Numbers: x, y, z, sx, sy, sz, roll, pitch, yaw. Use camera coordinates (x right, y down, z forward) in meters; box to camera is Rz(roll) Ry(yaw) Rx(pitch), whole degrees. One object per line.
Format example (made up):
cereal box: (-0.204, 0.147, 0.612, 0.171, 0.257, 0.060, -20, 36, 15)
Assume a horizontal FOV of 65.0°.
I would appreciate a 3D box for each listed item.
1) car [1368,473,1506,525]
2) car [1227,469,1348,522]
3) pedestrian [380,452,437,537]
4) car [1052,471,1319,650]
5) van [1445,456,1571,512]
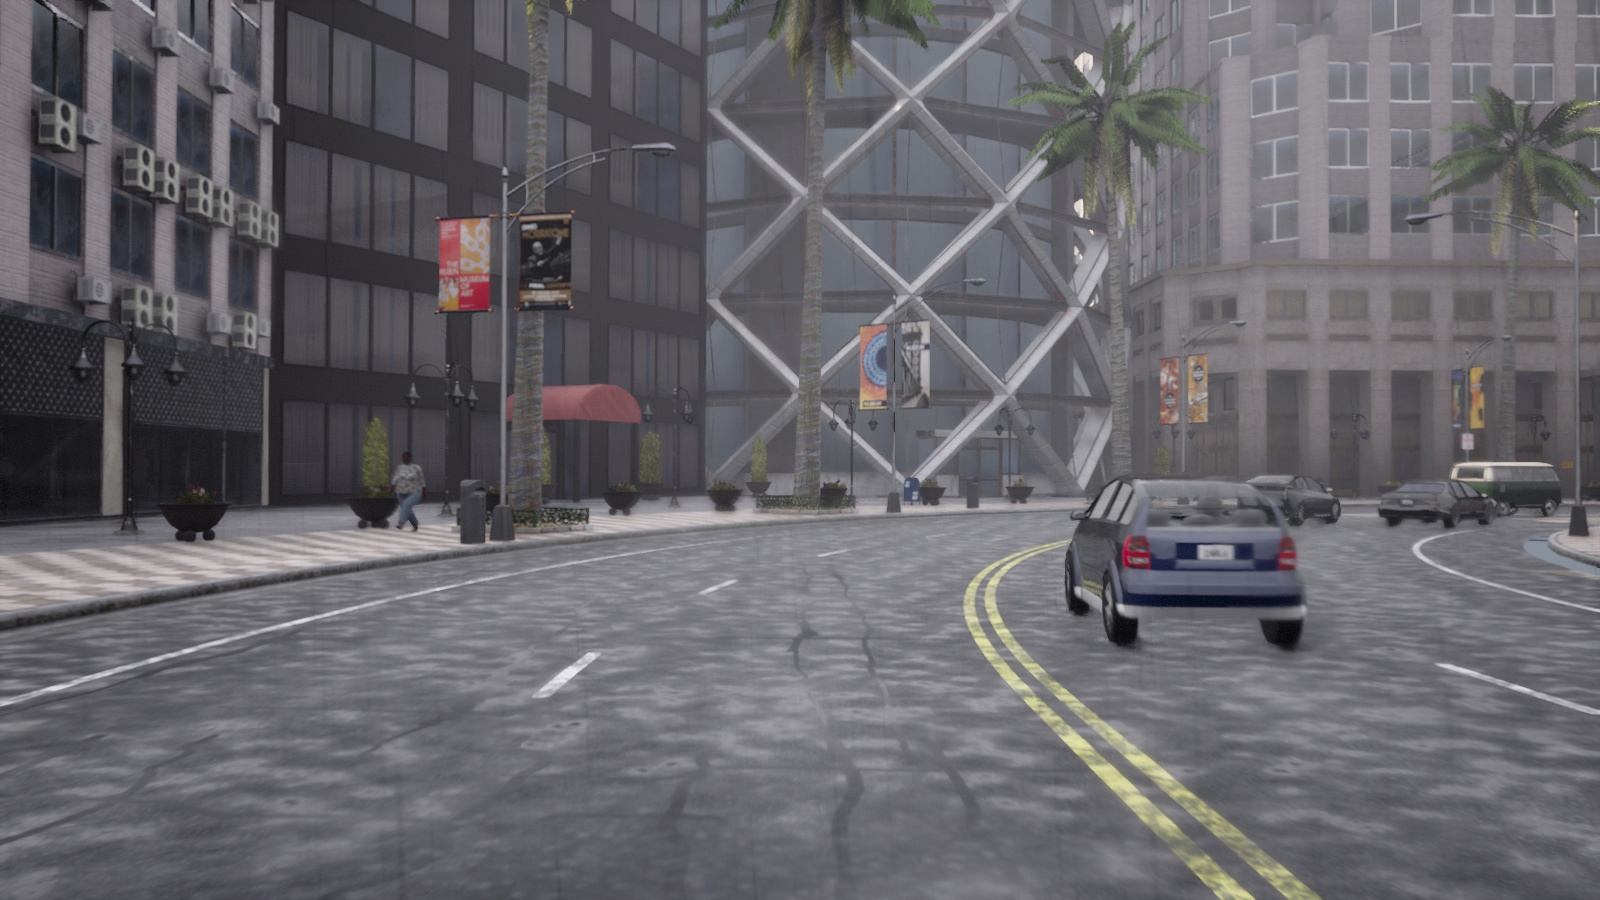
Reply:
car: (19.156, 1.416, 37.642, 5.357, 1.411, 2.033, 1, -1, -44)
car: (14.916, 1.343, 38.326, 2.007, 1.525, 4.514, -1, -1, 41)
pedestrian: (-8.698, 0.974, 27.930, 0.874, 1.855, 0.900, 0, -1, 10)
car: (3.721, 0.992, 12.780, 1.789, 1.549, 3.705, 0, -1, 4)
van: (26.004, 1.236, 46.125, 4.442, 1.987, 1.775, 0, -1, -25)
